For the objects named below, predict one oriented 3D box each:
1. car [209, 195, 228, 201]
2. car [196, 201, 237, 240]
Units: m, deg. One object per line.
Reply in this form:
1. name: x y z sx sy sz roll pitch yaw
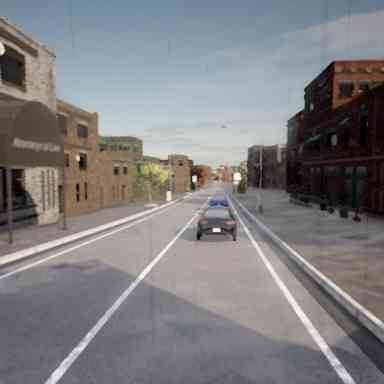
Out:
1. car: 2.746 1.099 34.517 1.882 1.535 5.008 1 1 5
2. car: 1.234 1.426 16.408 1.812 1.442 4.674 1 1 5
